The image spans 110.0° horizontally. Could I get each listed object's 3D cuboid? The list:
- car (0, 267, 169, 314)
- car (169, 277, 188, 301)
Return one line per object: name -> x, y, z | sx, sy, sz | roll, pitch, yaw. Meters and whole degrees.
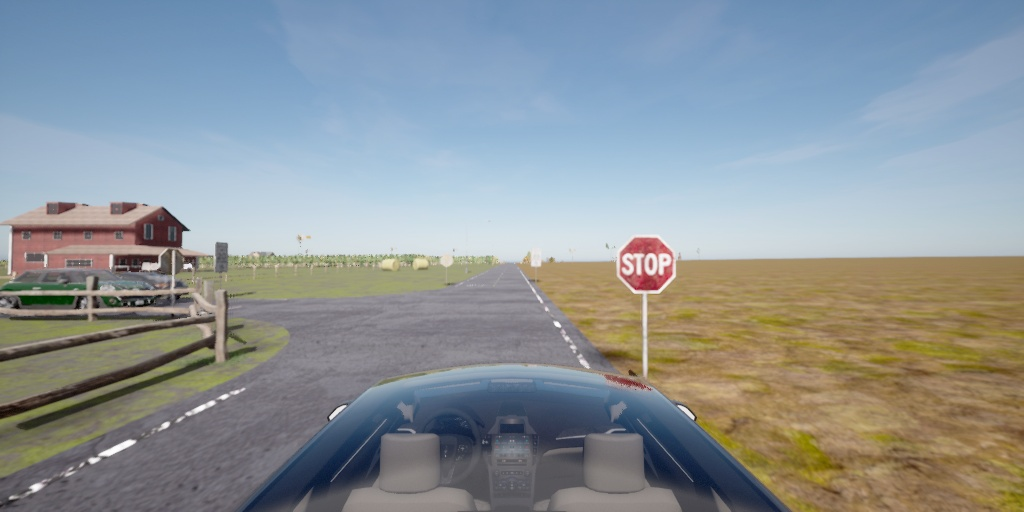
car -> -17.037, 1.282, 14.259 | 4.553, 1.767, 2.097 | 0, -1, 0
car -> -18.279, 1.522, 17.196 | 4.674, 1.442, 1.812 | 0, -1, 0
